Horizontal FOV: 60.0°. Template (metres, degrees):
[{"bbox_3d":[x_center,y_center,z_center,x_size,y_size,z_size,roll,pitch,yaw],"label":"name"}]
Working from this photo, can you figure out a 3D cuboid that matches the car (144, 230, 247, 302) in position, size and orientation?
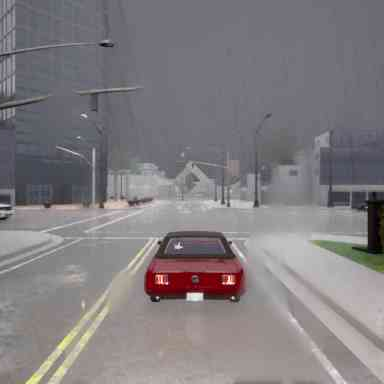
[{"bbox_3d":[0.070,1.601,8.214,1.895,1.301,4.718,0,0,0],"label":"car"}]

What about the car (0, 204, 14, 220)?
[{"bbox_3d":[-17.342,1.340,26.613,5.566,2.045,2.150,-1,0,0],"label":"car"}]

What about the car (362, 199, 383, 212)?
[{"bbox_3d":[20.960,1.495,34.128,5.357,1.411,2.033,0,0,-1],"label":"car"}]

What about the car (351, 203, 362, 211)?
[{"bbox_3d":[20.976,1.498,37.637,5.357,1.411,2.033,0,0,-1],"label":"car"}]
